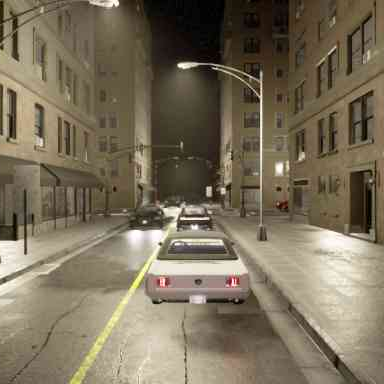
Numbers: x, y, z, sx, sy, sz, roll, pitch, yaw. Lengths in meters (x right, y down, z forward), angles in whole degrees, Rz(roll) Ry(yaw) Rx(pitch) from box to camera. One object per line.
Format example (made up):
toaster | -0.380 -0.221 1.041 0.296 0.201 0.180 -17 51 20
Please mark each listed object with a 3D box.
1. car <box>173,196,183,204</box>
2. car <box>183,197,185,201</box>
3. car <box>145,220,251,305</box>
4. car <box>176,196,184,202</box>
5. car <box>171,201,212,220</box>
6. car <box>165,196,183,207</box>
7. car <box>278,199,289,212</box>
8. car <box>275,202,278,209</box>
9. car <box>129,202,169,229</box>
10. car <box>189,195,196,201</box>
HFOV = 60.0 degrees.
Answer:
car | -2.742 1.575 67.645 1.837 1.490 4.892 0 0 1
car | -2.808 1.546 58.177 2.128 1.511 4.902 0 0 0
car | 0.107 1.601 8.060 1.895 1.301 4.718 0 0 0
car | -2.720 1.608 77.933 1.812 1.442 4.674 0 0 0
car | 0.112 1.498 18.418 2.128 1.511 4.902 0 0 -1
car | -2.825 1.393 48.966 2.097 1.767 4.553 0 0 0
car | 12.250 1.529 35.983 4.892 1.490 1.837 0 0 0
car | 12.282 1.349 38.520 5.009 1.841 2.192 0 0 0
car | -2.749 1.572 21.325 1.994 1.385 4.181 0 0 0
car | 0.034 1.636 88.559 2.128 1.511 4.902 0 0 0
